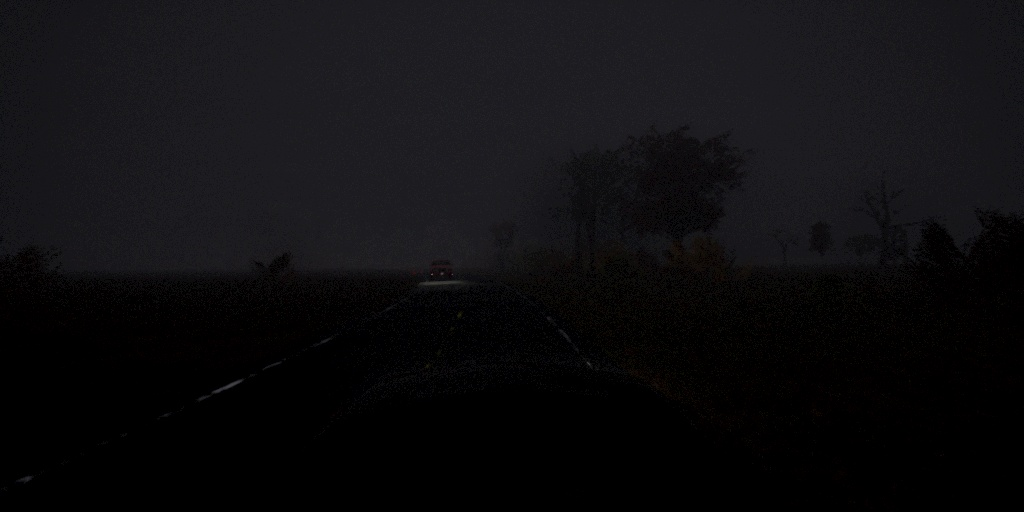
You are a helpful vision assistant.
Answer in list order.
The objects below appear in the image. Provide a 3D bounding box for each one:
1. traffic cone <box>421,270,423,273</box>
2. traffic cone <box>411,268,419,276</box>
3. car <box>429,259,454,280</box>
[{"bbox_3d":[-13.049,2.216,51.890,0.340,0.580,0.340,0,0,-14],"label":"traffic cone"},{"bbox_3d":[-12.114,1.975,44.765,0.340,0.580,0.340,0,0,5],"label":"traffic cone"},{"bbox_3d":[-7.081,1.301,35.786,2.150,2.045,5.566,0,0,-13],"label":"car"}]
